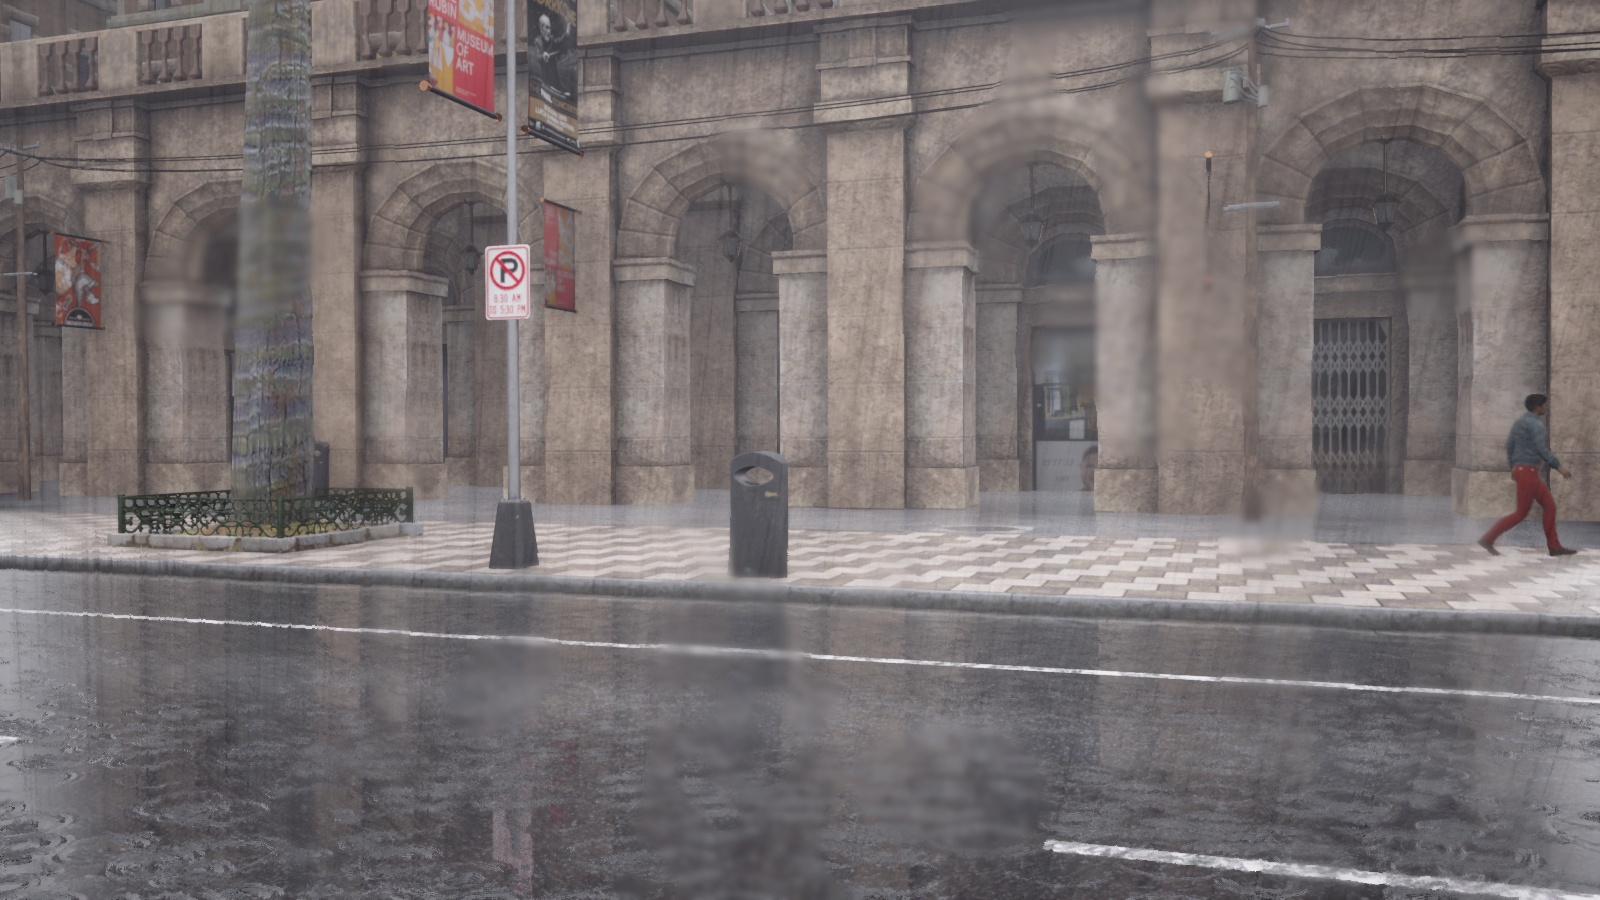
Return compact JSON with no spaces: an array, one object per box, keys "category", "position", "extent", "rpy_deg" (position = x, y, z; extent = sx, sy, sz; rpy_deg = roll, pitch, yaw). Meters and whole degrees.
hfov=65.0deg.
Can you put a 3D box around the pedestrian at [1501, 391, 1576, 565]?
[{"category":"pedestrian","position":[7.980,0.296,13.587],"extent":[0.614,1.847,0.353],"rpy_deg":[1,1,18]}]
